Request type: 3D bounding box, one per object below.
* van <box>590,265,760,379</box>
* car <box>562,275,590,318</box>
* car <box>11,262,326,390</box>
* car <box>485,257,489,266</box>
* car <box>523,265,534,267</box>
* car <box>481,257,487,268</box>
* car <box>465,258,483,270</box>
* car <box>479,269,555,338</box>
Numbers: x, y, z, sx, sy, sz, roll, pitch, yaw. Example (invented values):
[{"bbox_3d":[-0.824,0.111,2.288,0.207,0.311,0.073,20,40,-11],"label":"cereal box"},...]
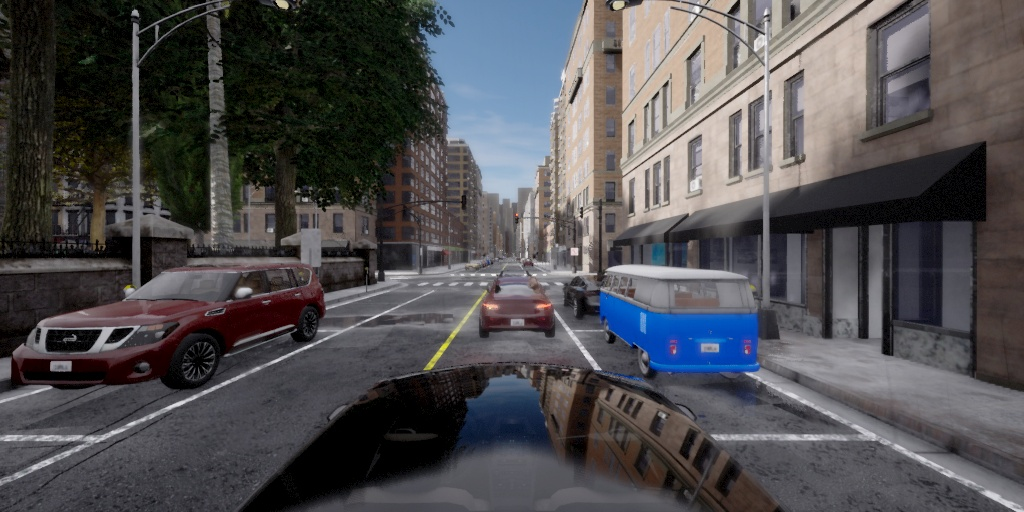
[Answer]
[{"bbox_3d":[2.870,1.090,7.033,1.690,1.789,3.998,0,0,0],"label":"van"},{"bbox_3d":[2.884,1.313,12.693,1.948,1.339,4.313,0,0,0],"label":"car"},{"bbox_3d":[-5.655,1.064,7.014,2.192,1.841,5.009,0,0,0],"label":"car"},{"bbox_3d":[-5.517,1.265,61.605,1.888,1.381,4.507,0,0,0],"label":"car"},{"bbox_3d":[0.119,1.345,18.896,1.895,1.301,4.718,0,0,-1],"label":"car"},{"bbox_3d":[-5.530,1.271,56.153,2.007,1.370,4.403,0,0,0],"label":"car"},{"bbox_3d":[-5.545,1.248,50.533,1.751,1.417,4.829,0,0,0],"label":"car"},{"bbox_3d":[0.126,1.274,10.074,1.812,1.442,4.674,0,0,0],"label":"car"}]
